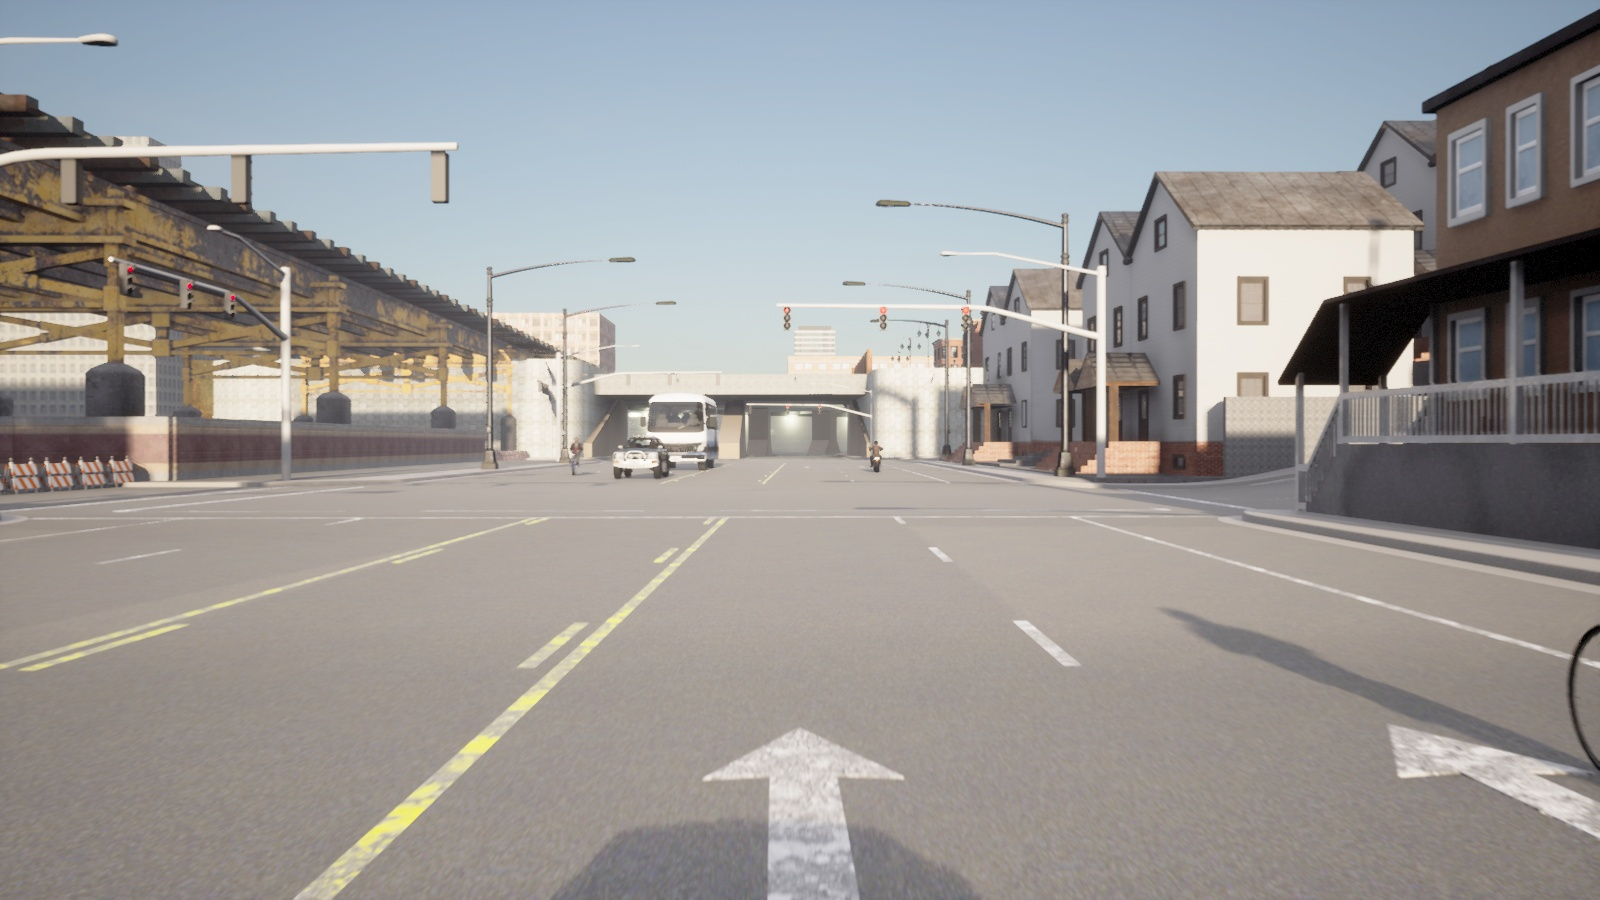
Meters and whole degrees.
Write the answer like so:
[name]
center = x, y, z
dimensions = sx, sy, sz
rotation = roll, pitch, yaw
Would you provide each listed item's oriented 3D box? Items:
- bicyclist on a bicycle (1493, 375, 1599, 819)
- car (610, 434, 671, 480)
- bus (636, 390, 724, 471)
[bicyclist on a bicycle]
center = 3.536, 0.591, 4.883
dimensions = 0.659, 1.776, 1.843
rotation = 0, 0, 0
[car]
center = -6.677, 0.258, 53.063
dimensions = 1.932, 1.855, 4.605
rotation = 0, 0, 1
[bus]
center = -6.577, -1.035, 70.759
dimensions = 3.944, 4.253, 10.273
rotation = 0, 0, 0
